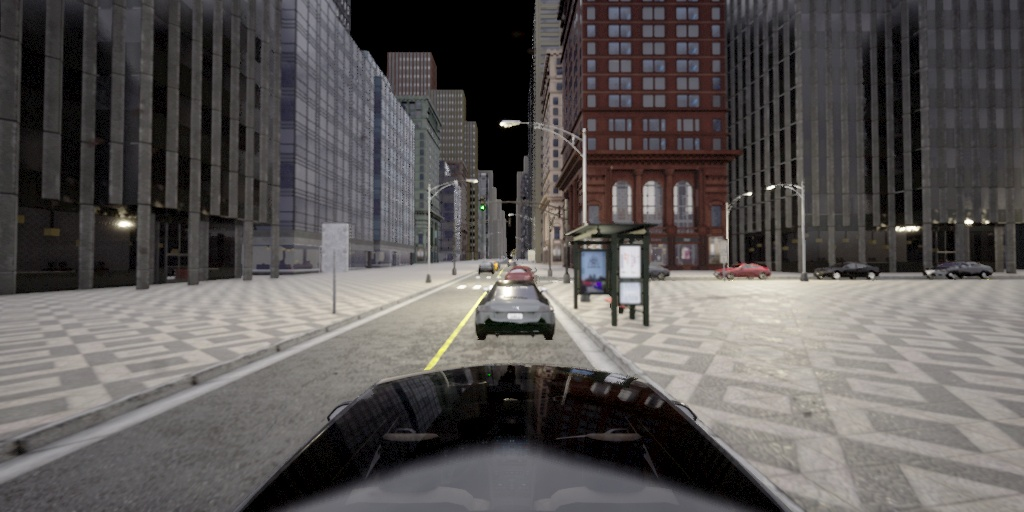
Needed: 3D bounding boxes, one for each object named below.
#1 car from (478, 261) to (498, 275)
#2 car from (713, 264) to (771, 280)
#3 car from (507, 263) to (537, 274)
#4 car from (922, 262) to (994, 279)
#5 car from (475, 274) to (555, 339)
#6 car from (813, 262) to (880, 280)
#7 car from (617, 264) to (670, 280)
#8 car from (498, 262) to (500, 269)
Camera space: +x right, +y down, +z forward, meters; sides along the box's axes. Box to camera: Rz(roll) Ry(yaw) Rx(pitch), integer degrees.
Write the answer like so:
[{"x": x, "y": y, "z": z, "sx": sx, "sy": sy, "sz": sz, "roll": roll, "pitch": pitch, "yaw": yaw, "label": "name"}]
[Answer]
[{"x": -3.138, "y": 1.475, "z": 44.790, "sx": 1.882, "sy": 1.535, "sz": 5.008, "roll": 0, "pitch": 0, "yaw": 0, "label": "car"}, {"x": 20.778, "y": 1.411, "z": 32.425, "sx": 4.674, "sy": 1.442, "sz": 1.812, "roll": 0, "pitch": -1, "yaw": 0, "label": "car"}, {"x": 0.671, "y": 1.418, "z": 24.191, "sx": 1.812, "sy": 1.442, "sz": 4.674, "roll": 0, "pitch": 0, "yaw": 8, "label": "car"}, {"x": 40.172, "y": 1.302, "z": 32.388, "sx": 4.902, "sy": 1.511, "sz": 2.128, "roll": 0, "pitch": -1, "yaw": 1, "label": "car"}, {"x": 0.088, "y": 1.373, "z": 10.259, "sx": 1.994, "sy": 1.385, "sz": 4.181, "roll": 0, "pitch": 0, "yaw": 0, "label": "car"}, {"x": 30.135, "y": 1.329, "z": 32.417, "sx": 5.008, "sy": 1.535, "sz": 1.882, "roll": 0, "pitch": -1, "yaw": 0, "label": "car"}, {"x": 11.841, "y": 1.442, "z": 32.421, "sx": 4.674, "sy": 1.442, "sz": 1.812, "roll": 0, "pitch": -1, "yaw": -2, "label": "car"}, {"x": -3.141, "y": 1.520, "z": 54.815, "sx": 1.882, "sy": 1.535, "sz": 5.008, "roll": 0, "pitch": 0, "yaw": 0, "label": "car"}]
